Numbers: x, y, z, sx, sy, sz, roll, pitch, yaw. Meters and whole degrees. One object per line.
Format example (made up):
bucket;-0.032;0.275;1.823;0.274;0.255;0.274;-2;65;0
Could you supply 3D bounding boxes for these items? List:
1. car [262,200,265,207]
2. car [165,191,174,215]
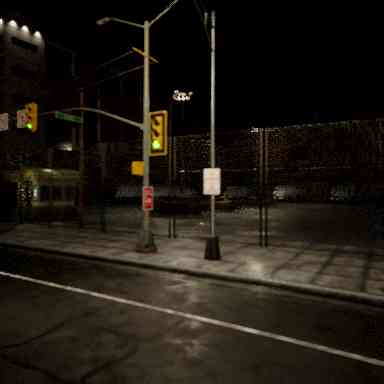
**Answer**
car;7.319;1.273;42.003;4.718;1.301;1.895;1;1;30
car;-1.623;1.038;26.264;4.553;1.767;2.185;1;1;30
